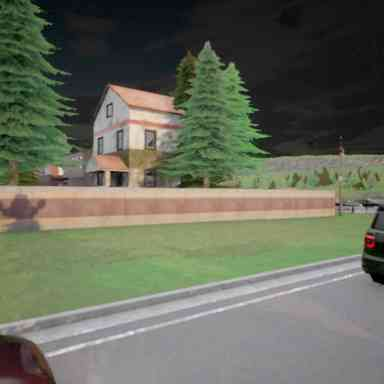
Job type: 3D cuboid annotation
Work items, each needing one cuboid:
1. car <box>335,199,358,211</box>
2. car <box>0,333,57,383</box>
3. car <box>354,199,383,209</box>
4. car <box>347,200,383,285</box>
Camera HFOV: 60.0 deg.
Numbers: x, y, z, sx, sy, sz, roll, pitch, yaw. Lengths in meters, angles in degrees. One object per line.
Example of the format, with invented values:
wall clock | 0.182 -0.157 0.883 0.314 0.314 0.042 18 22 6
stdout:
car | 19.233 1.726 45.006 1.882 1.535 5.008 0 0 -36
car | -2.875 1.556 1.806 4.181 1.385 1.994 0 0 -34
car | 27.643 1.874 51.299 1.994 1.385 4.181 0 0 -36
car | 6.527 1.285 8.419 5.566 2.045 2.150 0 0 -35
